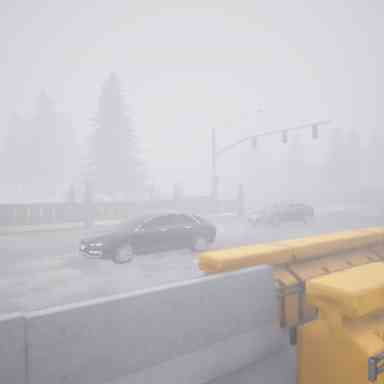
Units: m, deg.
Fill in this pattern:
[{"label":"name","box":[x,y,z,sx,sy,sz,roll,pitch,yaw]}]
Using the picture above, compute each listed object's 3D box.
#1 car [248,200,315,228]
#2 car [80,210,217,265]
[{"label":"car","box":[5.600,1.288,20.674,4.902,1.511,2.128,-1,0,-35]},{"label":"car","box":[-1.365,1.433,11.571,4.892,1.490,1.837,-1,0,-35]}]
